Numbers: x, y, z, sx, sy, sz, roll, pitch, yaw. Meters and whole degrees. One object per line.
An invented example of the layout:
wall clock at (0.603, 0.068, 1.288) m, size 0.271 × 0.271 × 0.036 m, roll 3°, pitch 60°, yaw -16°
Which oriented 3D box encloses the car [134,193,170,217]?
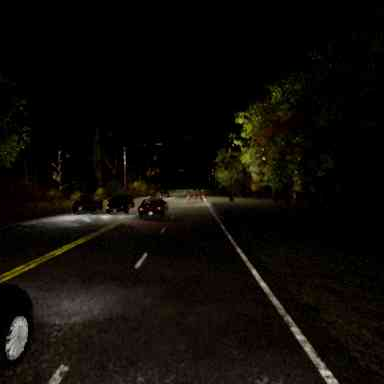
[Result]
car at (-2.978, 1.118, 26.234) m, size 1.895 × 1.301 × 4.718 m, roll -2°, pitch 3°, yaw 1°

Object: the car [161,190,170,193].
car at (-5.687, 0.456, 70.339) m, size 1.837 × 1.490 × 4.892 m, roll -1°, pitch 1°, yaw 1°

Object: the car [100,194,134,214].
car at (-6.409, 1.002, 30.029) m, size 1.812 × 1.442 × 4.674 m, roll -3°, pitch 7°, yaw 2°

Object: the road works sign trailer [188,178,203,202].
road works sign trailer at (0.525, -0.334, 52.425) m, size 2.380 × 3.560 × 2.880 m, roll -1°, pitch 1°, yaw 1°

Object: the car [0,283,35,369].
car at (-3.159, 1.530, 2.812) m, size 1.837 × 1.490 × 4.892 m, roll -1°, pitch 1°, yaw 0°

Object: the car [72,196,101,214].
car at (-9.668, 1.165, 31.195) m, size 2.128 × 1.511 × 4.902 m, roll -1°, pitch 0°, yaw 0°

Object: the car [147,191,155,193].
car at (-8.901, 0.474, 72.208) m, size 2.033 × 1.411 × 5.357 m, roll -1°, pitch 1°, yaw 1°
